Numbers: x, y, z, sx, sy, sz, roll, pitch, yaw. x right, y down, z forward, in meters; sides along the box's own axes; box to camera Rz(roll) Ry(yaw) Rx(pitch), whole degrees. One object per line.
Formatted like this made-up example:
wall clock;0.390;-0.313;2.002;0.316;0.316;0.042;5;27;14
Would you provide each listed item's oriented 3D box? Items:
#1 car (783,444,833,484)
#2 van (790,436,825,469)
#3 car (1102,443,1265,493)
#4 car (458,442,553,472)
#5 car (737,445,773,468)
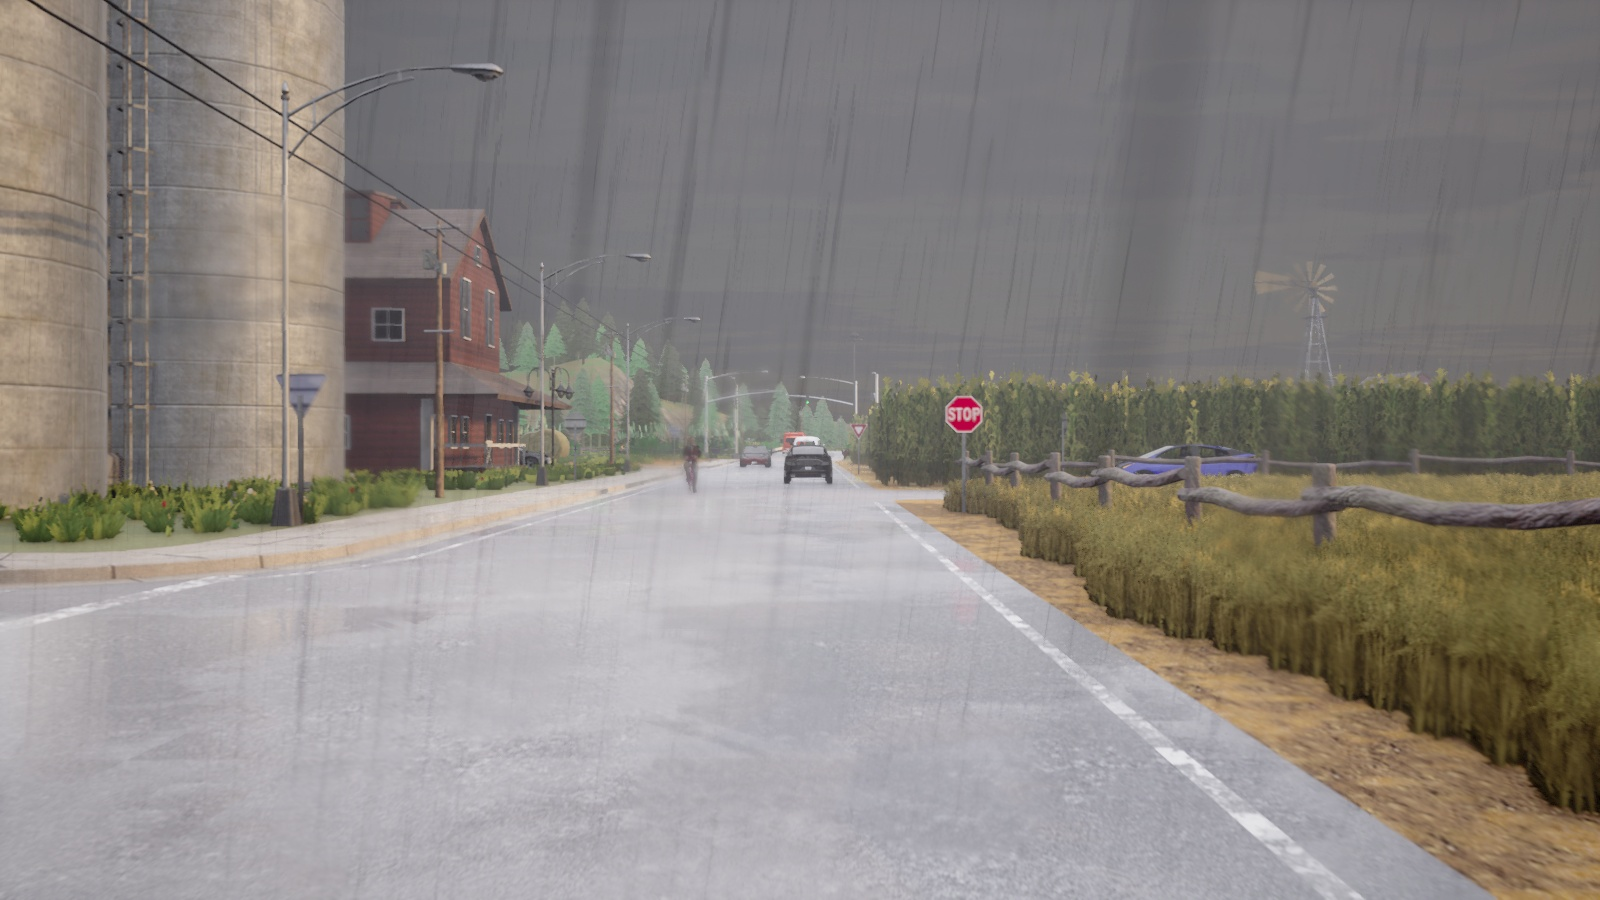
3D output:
car;0.326;0.526;49.963;1.882;1.535;5.008;0;0;0
van;0.498;0.148;81.041;2.069;2.038;4.480;0;0;3
car;11.975;0.546;39.407;4.514;1.525;2.007;0;0;0
car;-16.390;0.358;70.103;4.856;1.649;2.033;0;0;-1
car;-2.963;0.410;83.954;2.163;1.488;4.792;0;0;0
